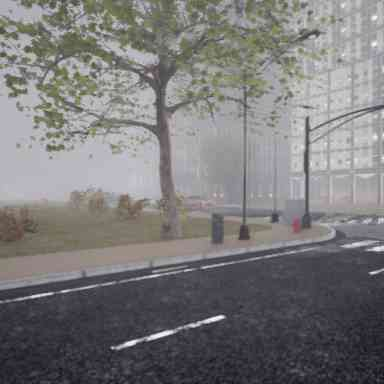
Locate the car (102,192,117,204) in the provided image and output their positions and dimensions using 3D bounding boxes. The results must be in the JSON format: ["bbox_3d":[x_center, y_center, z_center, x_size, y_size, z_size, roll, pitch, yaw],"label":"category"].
[{"bbox_3d":[-13.821,0.982,56.626,2.150,2.045,5.566,1,0,-34],"label":"car"}]

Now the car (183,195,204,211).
[{"bbox_3d":[-1.259,1.354,37.662,2.033,1.411,5.357,1,0,-34],"label":"car"}]

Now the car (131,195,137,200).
[{"bbox_3d":[-10.939,1.286,58.152,1.882,1.535,5.008,1,-1,-34],"label":"car"}]

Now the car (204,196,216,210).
[{"bbox_3d":[0.954,1.192,40.211,2.097,1.767,4.553,1,0,-34],"label":"car"}]
